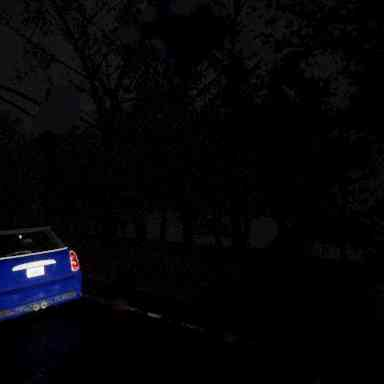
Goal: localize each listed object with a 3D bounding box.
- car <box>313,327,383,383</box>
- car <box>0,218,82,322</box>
[{"bbox_3d":[2.988,1.601,1.557,4.718,1.301,1.895,0,0,36],"label":"car"},{"bbox_3d":[-4.340,1.351,6.776,4.553,1.767,2.097,0,0,35],"label":"car"}]
